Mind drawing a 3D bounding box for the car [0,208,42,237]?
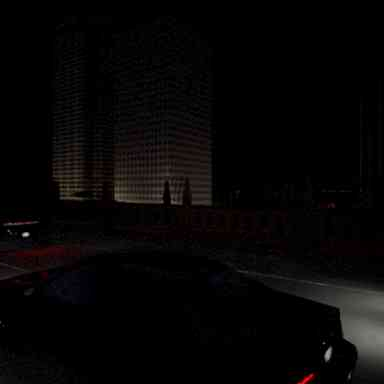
[{"bbox_3d":[-8.408,1.423,14.283,4.902,1.511,2.128,0,0,35],"label":"car"}]

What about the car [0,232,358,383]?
[{"bbox_3d":[-0.774,1.533,4.544,5.357,1.411,2.033,0,0,35],"label":"car"}]
